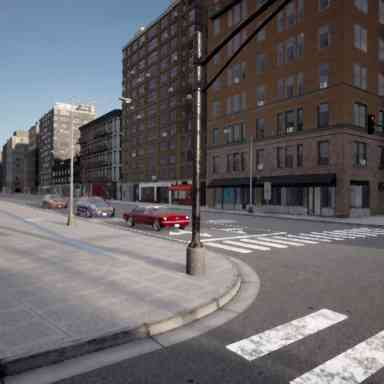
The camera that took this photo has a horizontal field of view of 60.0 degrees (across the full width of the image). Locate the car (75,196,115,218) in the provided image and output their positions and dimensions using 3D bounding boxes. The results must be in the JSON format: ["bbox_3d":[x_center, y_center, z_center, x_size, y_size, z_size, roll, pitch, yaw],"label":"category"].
[{"bbox_3d":[-8.057,1.135,27.605,2.097,1.767,4.553,1,0,-36],"label":"car"}]

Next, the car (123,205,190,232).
[{"bbox_3d":[-2.153,1.453,19.373,1.895,1.301,4.718,1,0,-38],"label":"car"}]

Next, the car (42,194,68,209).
[{"bbox_3d":[-15.920,1.040,38.581,2.097,1.767,4.553,1,0,-35],"label":"car"}]
